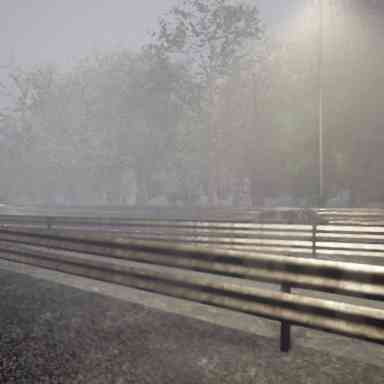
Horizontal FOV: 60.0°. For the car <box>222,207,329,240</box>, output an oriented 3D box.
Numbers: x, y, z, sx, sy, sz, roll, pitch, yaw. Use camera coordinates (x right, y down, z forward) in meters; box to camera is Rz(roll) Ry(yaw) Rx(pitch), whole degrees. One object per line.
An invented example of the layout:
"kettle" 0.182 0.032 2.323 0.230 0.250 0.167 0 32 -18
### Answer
"car" 3.797 1.528 15.463 4.856 1.649 2.033 0 0 21
